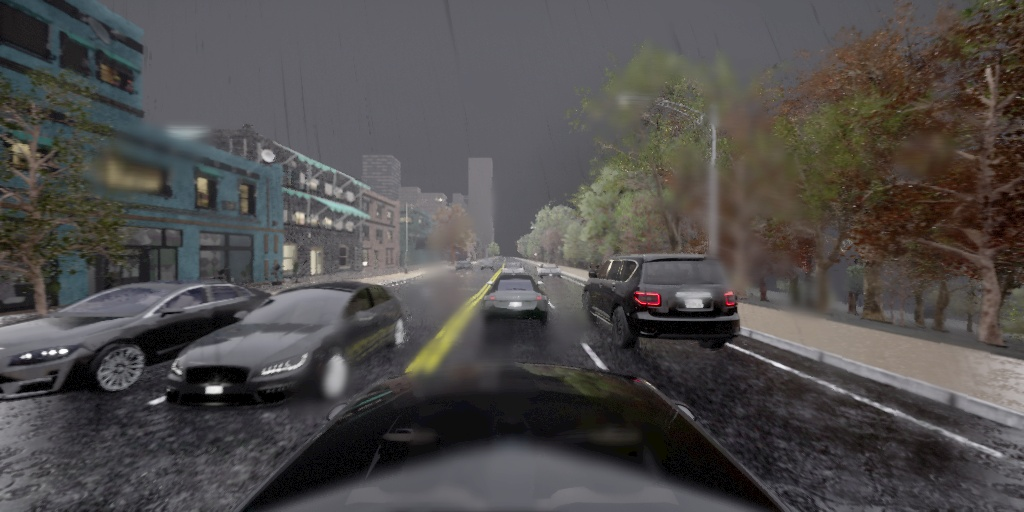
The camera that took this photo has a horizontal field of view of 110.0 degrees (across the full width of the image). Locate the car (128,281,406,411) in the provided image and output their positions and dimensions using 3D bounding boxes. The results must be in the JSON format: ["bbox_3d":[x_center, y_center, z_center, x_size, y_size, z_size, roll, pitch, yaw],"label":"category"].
[{"bbox_3d":[-3.350,1.254,6.461,1.837,1.490,4.892,0,0,0],"label":"car"}]

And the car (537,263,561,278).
[{"bbox_3d":[3.354,1.344,33.260,1.895,1.301,4.718,0,0,0],"label":"car"}]

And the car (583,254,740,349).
[{"bbox_3d":[3.351,0.970,9.248,2.150,2.045,5.566,0,0,0],"label":"car"}]

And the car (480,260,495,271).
[{"bbox_3d":[-3.317,1.247,49.202,1.837,1.490,4.892,0,-1,0],"label":"car"}]

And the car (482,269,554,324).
[{"bbox_3d":[0.101,1.312,11.978,1.994,1.385,4.181,0,0,0],"label":"car"}]

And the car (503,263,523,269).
[{"bbox_3d":[0.105,1.344,33.292,1.895,1.301,4.718,0,0,0],"label":"car"}]

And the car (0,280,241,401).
[{"bbox_3d":[-6.600,1.241,6.715,2.128,1.511,4.902,0,0,0],"label":"car"}]

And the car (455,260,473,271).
[{"bbox_3d":[-6.566,1.305,49.390,1.994,1.385,4.181,0,0,0],"label":"car"}]
